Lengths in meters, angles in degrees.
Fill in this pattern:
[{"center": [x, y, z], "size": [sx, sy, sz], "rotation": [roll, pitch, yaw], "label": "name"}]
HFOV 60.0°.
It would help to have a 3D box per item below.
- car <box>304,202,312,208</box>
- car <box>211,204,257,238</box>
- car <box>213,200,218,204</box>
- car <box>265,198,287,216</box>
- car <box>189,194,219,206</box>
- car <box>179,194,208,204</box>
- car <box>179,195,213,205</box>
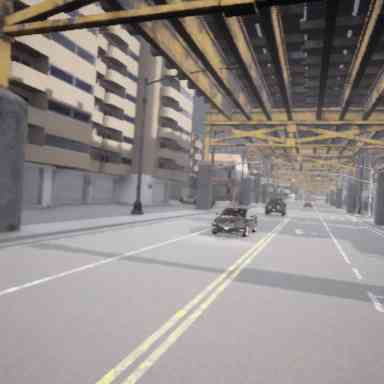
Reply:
[{"center": [28.186, 3.124, 80.958], "size": [1.837, 1.490, 4.892], "rotation": [4, 0, 19], "label": "car"}, {"center": [2.525, 1.606, 18.819], "size": [1.837, 1.490, 4.892], "rotation": [4, 0, 19], "label": "car"}, {"center": [1.937, 1.211, 56.840], "size": [4.536, 1.218, 1.853], "rotation": [4, 0, -1], "label": "car"}, {"center": [10.298, 1.759, 40.566], "size": [2.150, 2.045, 5.566], "rotation": [4, 0, 19], "label": "car"}, {"center": [1.978, 1.372, 56.842], "size": [4.974, 1.542, 2.038], "rotation": [4, 0, -1], "label": "car"}, {"center": [0.265, 1.110, 53.063], "size": [4.536, 1.218, 1.853], "rotation": [4, 0, 44], "label": "car"}, {"center": [0.291, 1.270, 53.028], "size": [4.974, 1.542, 2.038], "rotation": [4, 0, 44], "label": "car"}]
